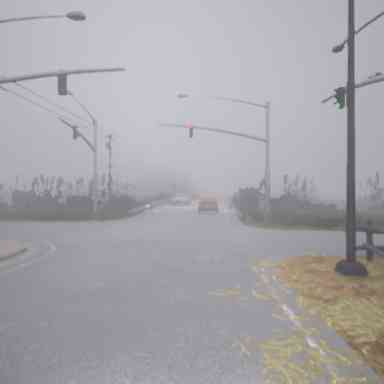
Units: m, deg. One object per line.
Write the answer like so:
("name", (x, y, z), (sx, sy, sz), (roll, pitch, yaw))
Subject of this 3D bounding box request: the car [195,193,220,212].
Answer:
("car", (1.729, 1.102, 33.652), (1.882, 1.535, 5.008), (0, 3, 5))

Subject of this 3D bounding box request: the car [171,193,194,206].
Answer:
("car", (-1.263, 0.857, 40.494), (1.812, 1.442, 4.674), (0, 2, 7))

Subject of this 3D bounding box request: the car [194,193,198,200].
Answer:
("car", (0.875, 0.799, 56.720), (1.994, 1.385, 4.181), (0, -1, 8))
